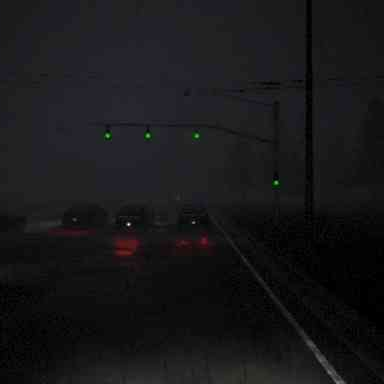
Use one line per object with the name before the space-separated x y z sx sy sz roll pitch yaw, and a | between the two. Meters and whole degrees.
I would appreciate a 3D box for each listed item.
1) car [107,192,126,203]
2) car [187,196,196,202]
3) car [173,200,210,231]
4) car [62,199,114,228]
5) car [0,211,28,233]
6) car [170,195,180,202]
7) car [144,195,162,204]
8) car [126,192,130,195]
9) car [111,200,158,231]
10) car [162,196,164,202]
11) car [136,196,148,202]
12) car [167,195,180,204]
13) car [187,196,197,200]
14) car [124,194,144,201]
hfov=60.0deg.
car | -14.035 1.300 60.765 2.097 1.767 4.553 0 0 0
car | -0.040 1.478 70.868 1.895 1.301 4.718 0 0 0
car | 0.087 1.474 20.671 2.128 1.511 4.902 0 0 0
car | -6.912 1.458 22.059 1.882 1.535 5.008 0 0 0
car | -10.409 1.586 17.098 1.895 1.301 4.718 0 0 0
car | -3.540 1.361 70.836 1.882 1.535 5.008 0 0 0
car | -7.035 1.549 60.674 1.895 1.301 4.718 0 0 0
car | -14.040 1.113 70.861 2.150 2.045 5.566 0 0 0
car | -3.411 1.487 20.345 1.837 1.490 4.892 0 0 0
car | -7.040 1.411 70.835 2.128 1.511 4.902 0 0 0
car | -10.540 1.483 70.864 1.895 1.301 4.718 0 0 0
car | -3.535 1.549 60.648 1.895 1.301 4.718 0 0 0
car | -0.035 1.441 60.567 2.128 1.511 4.902 0 0 0
car | -10.535 1.549 60.750 1.895 1.301 4.718 0 0 0
